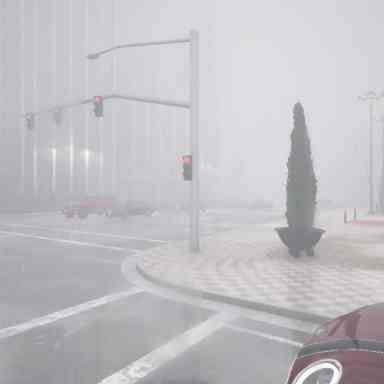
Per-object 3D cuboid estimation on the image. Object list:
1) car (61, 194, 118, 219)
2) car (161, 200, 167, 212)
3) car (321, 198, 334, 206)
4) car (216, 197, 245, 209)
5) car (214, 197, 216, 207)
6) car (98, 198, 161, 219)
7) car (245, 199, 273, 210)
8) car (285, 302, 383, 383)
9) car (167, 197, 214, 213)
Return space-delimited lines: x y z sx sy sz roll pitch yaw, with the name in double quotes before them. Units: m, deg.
"car" -8.872 1.221 29.858 2.150 2.045 5.566 0 0 35
"car" -3.169 1.564 38.046 1.994 1.385 4.181 0 0 35
"car" 22.646 1.601 56.400 1.895 1.301 4.718 0 0 34
"car" 5.743 1.492 44.700 2.128 1.511 4.902 0 0 35
"car" 2.660 1.478 46.399 1.882 1.535 5.008 0 0 35
"car" -5.277 1.492 28.909 2.128 1.511 4.902 0 0 35
"car" 8.935 1.564 42.838 1.994 1.385 4.181 0 0 35
"car" 2.862 1.352 1.929 4.553 1.767 2.097 0 0 36
"car" -0.067 1.492 36.381 2.128 1.511 4.902 0 0 35
